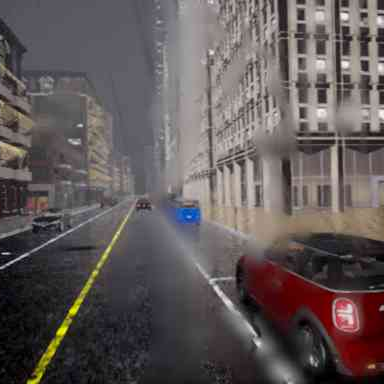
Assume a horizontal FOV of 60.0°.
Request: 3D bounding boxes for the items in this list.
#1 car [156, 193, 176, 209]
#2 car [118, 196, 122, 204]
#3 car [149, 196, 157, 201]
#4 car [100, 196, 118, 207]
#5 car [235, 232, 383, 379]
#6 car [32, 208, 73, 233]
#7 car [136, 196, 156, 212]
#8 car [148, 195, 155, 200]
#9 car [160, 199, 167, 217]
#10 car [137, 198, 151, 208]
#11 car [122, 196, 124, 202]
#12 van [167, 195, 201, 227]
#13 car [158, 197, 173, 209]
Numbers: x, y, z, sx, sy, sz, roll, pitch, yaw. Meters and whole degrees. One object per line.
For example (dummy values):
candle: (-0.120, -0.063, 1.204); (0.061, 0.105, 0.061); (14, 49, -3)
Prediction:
car: (-2.844, 1.209, 40.754); (2.150, 2.045, 5.566); (-1, 0, -9)
car: (-15.516, 1.800, 65.738); (1.947, 1.339, 4.313); (-1, 0, -9)
car: (-10.619, 1.657, 89.332); (1.947, 1.339, 4.313); (-1, 0, -9)
car: (-13.830, 1.528, 54.567); (2.192, 1.841, 5.009); (-1, 0, -9)
car: (2.076, 1.379, 5.560); (1.967, 1.590, 4.097); (-1, 0, -9)
car: (-8.745, 1.707, 21.059); (2.008, 1.369, 4.403); (-1, 0, -9)
car: (-5.905, 1.599, 40.901); (2.033, 1.411, 5.357); (-1, 0, -9)
car: (-11.465, 1.687, 94.918); (1.802, 1.307, 4.206); (-1, 0, -9)
car: (-1.308, 1.520, 27.899); (2.008, 1.369, 4.403); (-1, 0, -9)
car: (-7.291, 1.632, 50.059); (1.994, 1.385, 4.181); (-1, 0, -9)
car: (-16.363, 1.797, 71.322); (2.008, 1.369, 4.403); (-1, 0, -9)
van: (-0.466, 1.303, 22.314); (1.690, 1.788, 3.998); (-1, 0, -9)
car: (-3.843, 1.497, 47.652); (1.837, 1.490, 4.892); (-1, 0, -9)
